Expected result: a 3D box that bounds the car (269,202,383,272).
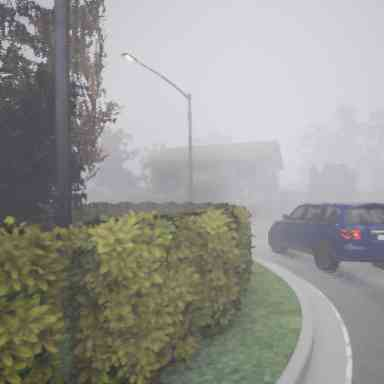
[{"bbox_3d":[4.631,1.360,11.538,2.150,2.045,5.566,0,-1,-10],"label":"car"}]
